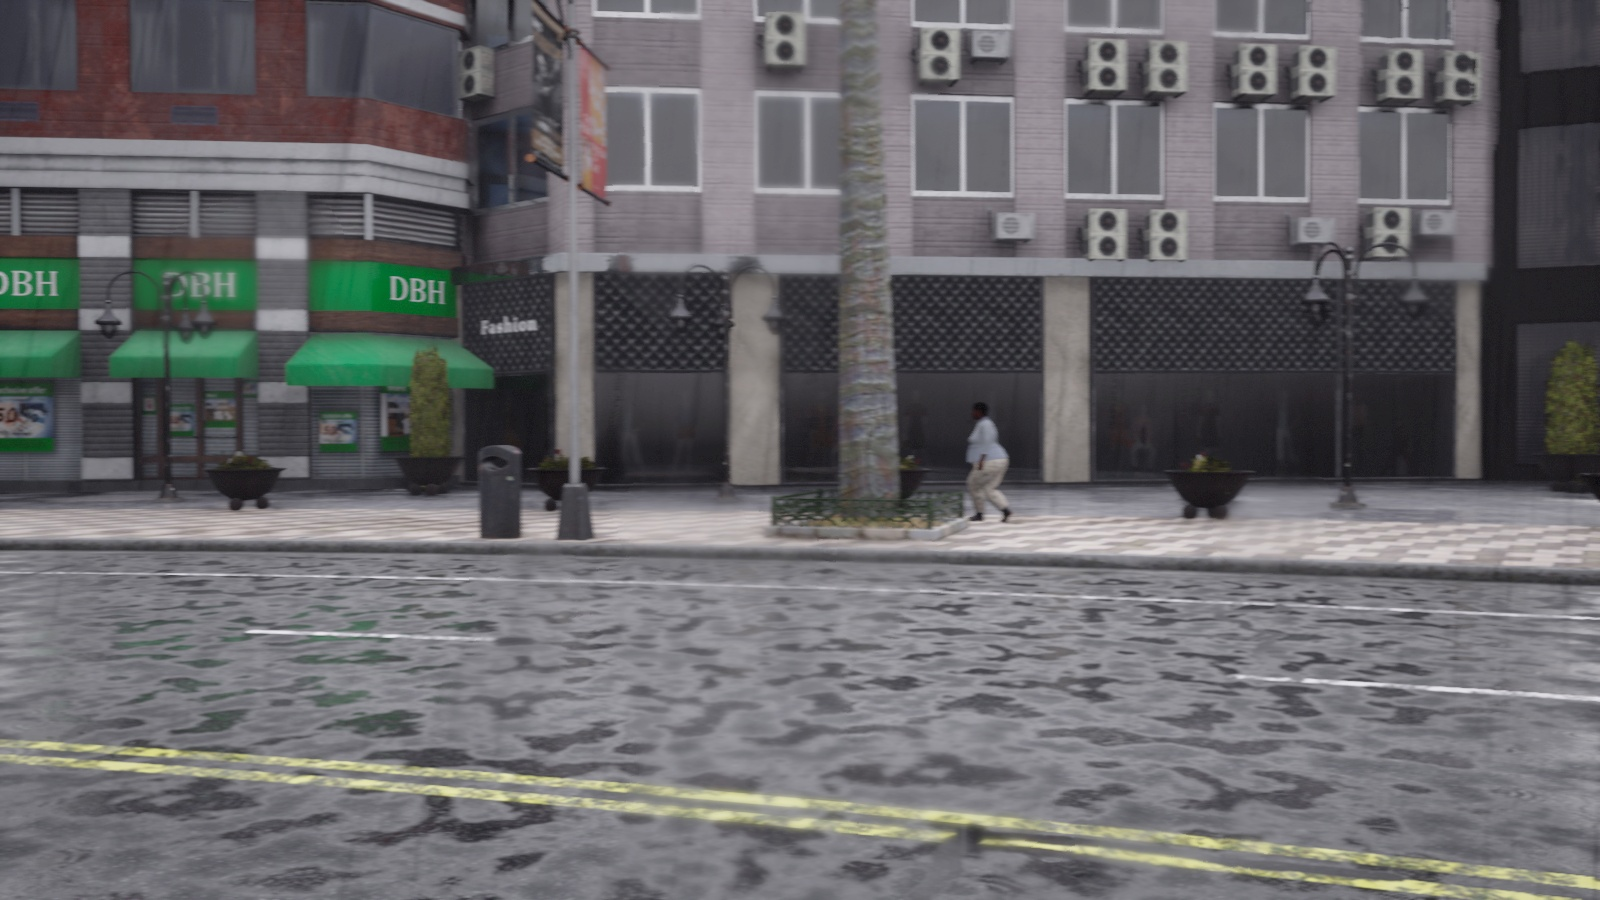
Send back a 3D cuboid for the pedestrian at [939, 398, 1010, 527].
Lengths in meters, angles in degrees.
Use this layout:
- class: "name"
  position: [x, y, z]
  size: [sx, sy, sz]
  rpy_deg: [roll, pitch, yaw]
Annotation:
- class: "pedestrian"
  position: [2.604, 0.172, 18.684]
  size: [0.900, 1.855, 0.874]
  rpy_deg: [1, 1, 19]
